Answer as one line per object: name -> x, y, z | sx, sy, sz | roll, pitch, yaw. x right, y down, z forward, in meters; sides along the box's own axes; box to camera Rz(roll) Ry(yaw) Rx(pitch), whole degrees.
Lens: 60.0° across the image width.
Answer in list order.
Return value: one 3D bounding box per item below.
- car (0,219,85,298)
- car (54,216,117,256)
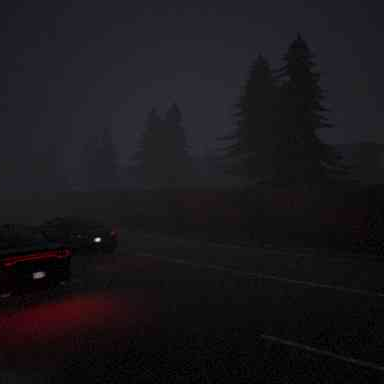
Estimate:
car -> -4.940, 1.527, 8.314 | 5.008, 1.535, 1.882 | 0, 0, 41
car -> -4.717, 1.634, 12.886 | 4.181, 1.385, 1.994 | 0, 0, 43
